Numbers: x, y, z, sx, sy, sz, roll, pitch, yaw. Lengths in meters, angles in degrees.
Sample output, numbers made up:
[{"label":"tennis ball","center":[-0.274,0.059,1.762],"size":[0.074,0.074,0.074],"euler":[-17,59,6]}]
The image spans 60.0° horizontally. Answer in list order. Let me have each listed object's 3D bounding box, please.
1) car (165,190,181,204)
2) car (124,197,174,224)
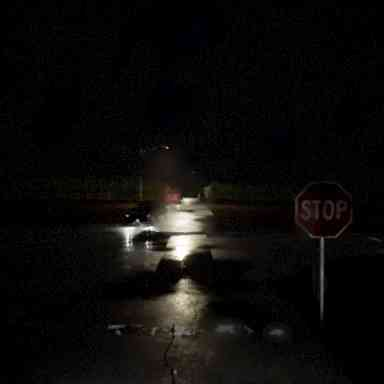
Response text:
[{"label":"car","center":[-2.782,0.740,49.075],"size":[2.150,2.045,5.566],"euler":[0,0,0]},{"label":"car","center":[-2.892,1.307,22.533],"size":[2.033,1.411,5.357],"euler":[0,1,8]}]
